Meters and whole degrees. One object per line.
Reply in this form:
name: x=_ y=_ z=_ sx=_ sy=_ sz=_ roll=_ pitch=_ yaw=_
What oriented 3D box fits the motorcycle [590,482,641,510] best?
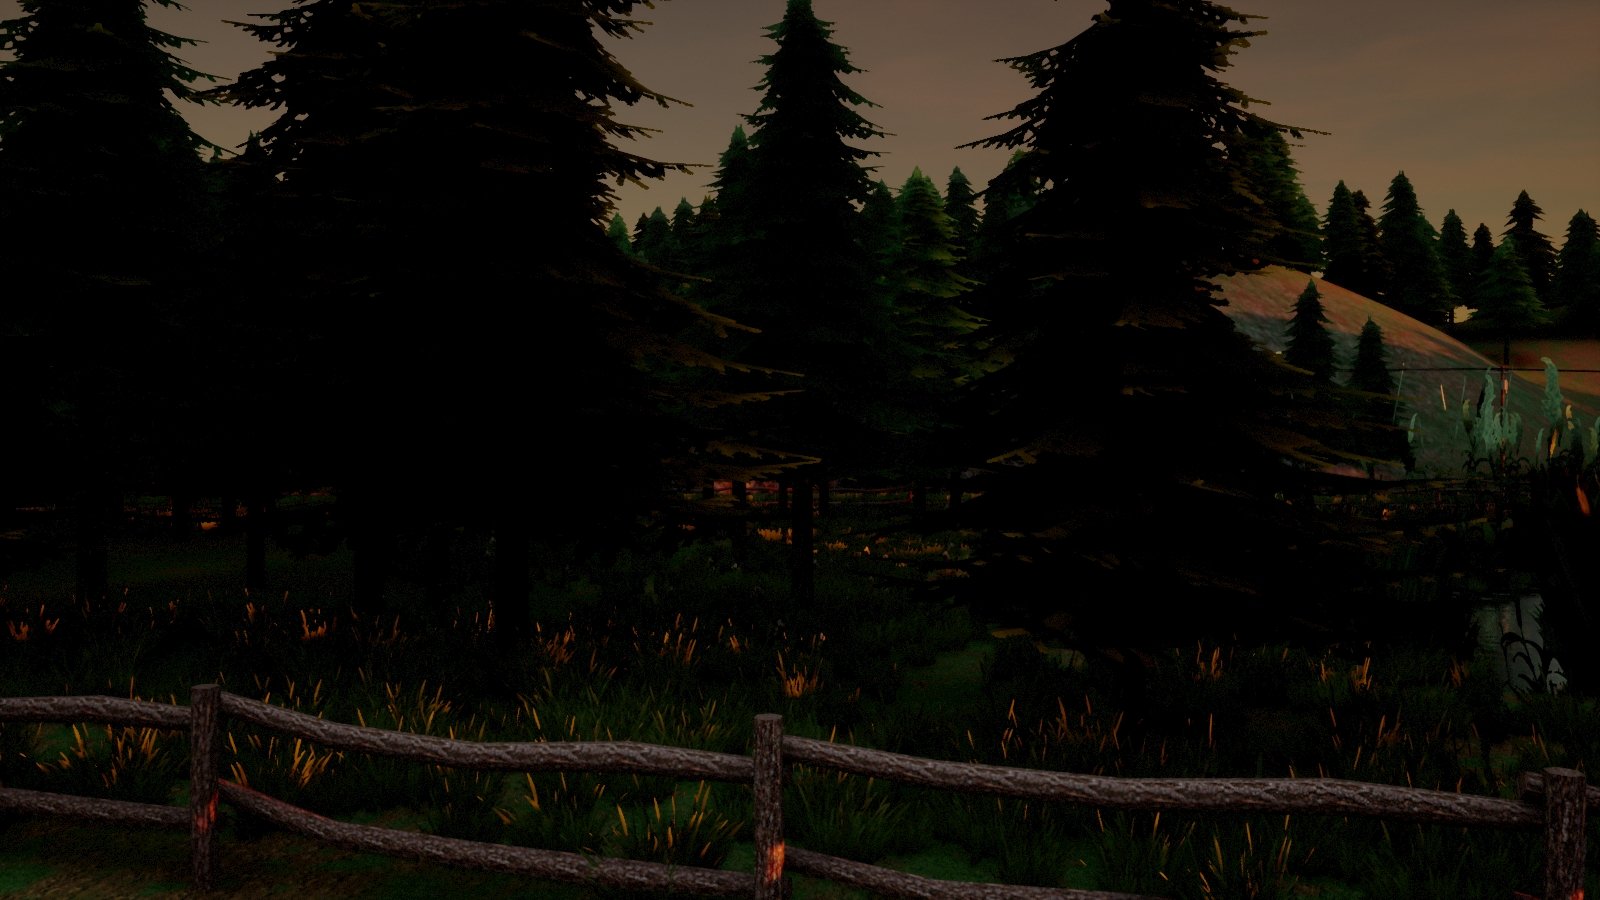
motorcycle: x=-8.721 y=2.178 z=54.117 sx=2.209 sy=1.251 sz=0.867 roll=0 pitch=0 yaw=14
